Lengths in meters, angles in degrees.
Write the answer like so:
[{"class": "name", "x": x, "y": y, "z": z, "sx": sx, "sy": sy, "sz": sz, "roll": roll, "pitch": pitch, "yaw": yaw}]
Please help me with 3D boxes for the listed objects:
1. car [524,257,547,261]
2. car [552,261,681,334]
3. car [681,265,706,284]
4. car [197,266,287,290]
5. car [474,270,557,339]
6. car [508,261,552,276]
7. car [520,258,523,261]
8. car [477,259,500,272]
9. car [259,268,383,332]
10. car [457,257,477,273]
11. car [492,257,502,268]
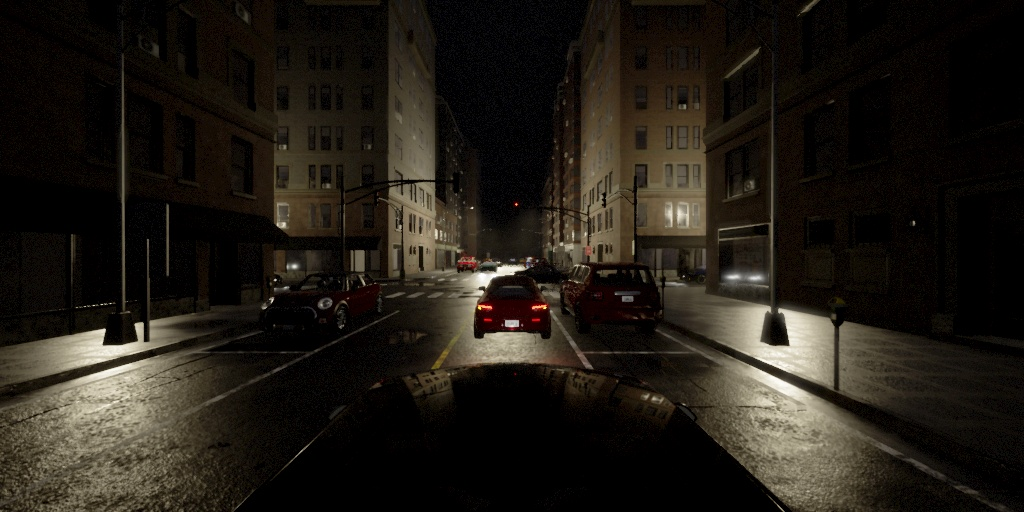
[{"class": "car", "x": 2.767, "y": 1.061, "z": 37.647, "sx": 2.192, "sy": 1.841, "sz": 5.009, "roll": 0, "pitch": 0, "yaw": 0}, {"class": "car", "x": 2.652, "y": 1.064, "z": 10.591, "sx": 2.192, "sy": 1.841, "sz": 5.009, "roll": 0, "pitch": 0, "yaw": 0}, {"class": "car", "x": 14.290, "y": 1.269, "z": 25.666, "sx": 4.181, "sy": 1.385, "sz": 1.994, "roll": 0, "pitch": 0, "yaw": 0}, {"class": "car", "x": -17.076, "y": 1.361, "z": 22.846, "sx": 4.181, "sy": 1.385, "sz": 1.994, "roll": 0, "pitch": 0, "yaw": 0}, {"class": "car", "x": 0.022, "y": 1.275, "z": 9.947, "sx": 1.812, "sy": 1.442, "sz": 4.674, "roll": 0, "pitch": 0, "yaw": 1}, {"class": "car", "x": 2.504, "y": 1.286, "z": 24.081, "sx": 5.357, "sy": 1.411, "sz": 2.033, "roll": 0, "pitch": 0, "yaw": 39}, {"class": "car", "x": 2.786, "y": 1.058, "z": 54.159, "sx": 2.192, "sy": 1.841, "sz": 5.009, "roll": 0, "pitch": 0, "yaw": 0}, {"class": "car", "x": -2.772, "y": 1.346, "z": 43.083, "sx": 1.895, "sy": 1.301, "sz": 4.718, "roll": 0, "pitch": 0, "yaw": 0}, {"class": "car", "x": -5.373, "y": 1.189, "z": 10.606, "sx": 1.967, "sy": 1.591, "sz": 4.097, "roll": 0, "pitch": 0, "yaw": 0}, {"class": "car", "x": -5.341, "y": 1.060, "z": 43.166, "sx": 2.192, "sy": 1.841, "sz": 5.009, "roll": 0, "pitch": 0, "yaw": 0}, {"class": "car", "x": -2.716, "y": 1.290, "z": 61.202, "sx": 2.033, "sy": 1.411, "sz": 5.357, "roll": 0, "pitch": 0, "yaw": 0}]
